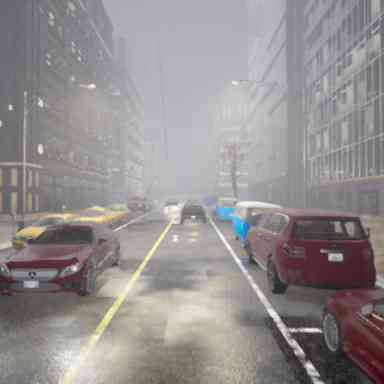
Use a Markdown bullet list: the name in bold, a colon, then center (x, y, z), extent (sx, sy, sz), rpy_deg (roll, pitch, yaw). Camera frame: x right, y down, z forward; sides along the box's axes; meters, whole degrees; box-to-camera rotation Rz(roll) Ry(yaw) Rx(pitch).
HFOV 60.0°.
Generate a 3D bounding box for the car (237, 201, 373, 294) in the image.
- **car**: center (2.706, 1.315, 8.656), extent (2.192, 1.841, 5.009), rpy_deg (1, 0, 0)

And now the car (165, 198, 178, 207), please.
- **car**: center (-3.094, 1.597, 50.628), extent (1.895, 1.301, 4.718), rpy_deg (0, 0, 0)

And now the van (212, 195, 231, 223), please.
- **van**: center (2.699, 1.339, 25.180), extent (1.690, 1.788, 3.998), rpy_deg (1, 0, 0)

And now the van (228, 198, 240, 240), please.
- **van**: center (2.703, 1.340, 14.164), extent (1.690, 1.788, 3.998), rpy_deg (1, 0, 0)

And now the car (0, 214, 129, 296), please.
- **car**: center (-3.103, 1.525, 8.754), extent (1.812, 1.442, 4.674), rpy_deg (0, 0, 0)

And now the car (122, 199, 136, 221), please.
- **car**: center (-5.684, 1.523, 24.983), extent (1.752, 1.417, 4.829), rpy_deg (1, 0, 0)

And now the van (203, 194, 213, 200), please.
- **van**: center (2.691, 1.338, 47.212), extent (1.690, 1.788, 3.998), rpy_deg (1, 0, 0)

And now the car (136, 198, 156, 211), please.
- **car**: center (-5.690, 1.542, 41.686), extent (1.887, 1.381, 4.507), rpy_deg (1, 0, 0)

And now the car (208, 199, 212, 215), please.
- **car**: center (2.693, 1.580, 30.687), extent (1.802, 1.307, 4.206), rpy_deg (1, 0, 0)

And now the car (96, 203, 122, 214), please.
- **car**: center (-5.682, 1.524, 19.472), extent (1.752, 1.417, 4.829), rpy_deg (1, 0, 0)

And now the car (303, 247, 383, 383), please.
- **car**: center (2.702, 1.582, 3.148), extent (1.802, 1.307, 4.206), rpy_deg (1, 0, 0)

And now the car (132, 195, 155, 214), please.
- **car**: center (-5.684, 1.312, 36.175), extent (2.192, 1.841, 5.009), rpy_deg (1, 0, 0)

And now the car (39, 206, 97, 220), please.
- **car**: center (-5.680, 1.524, 13.960), extent (1.752, 1.417, 4.829), rpy_deg (1, 0, 0)

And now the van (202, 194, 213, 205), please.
- **van**: center (2.688, 1.337, 58.229), extent (1.690, 1.788, 3.998), rpy_deg (1, 0, 0)

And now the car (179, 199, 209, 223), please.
- **car**: center (0.091, 1.503, 25.525), extent (1.837, 1.490, 4.892), rpy_deg (0, 0, 0)
